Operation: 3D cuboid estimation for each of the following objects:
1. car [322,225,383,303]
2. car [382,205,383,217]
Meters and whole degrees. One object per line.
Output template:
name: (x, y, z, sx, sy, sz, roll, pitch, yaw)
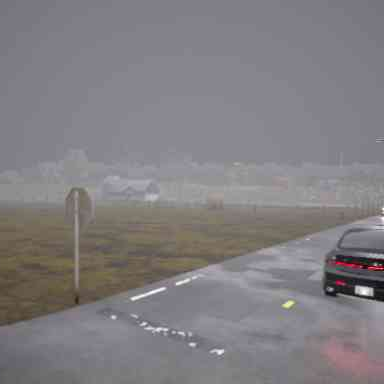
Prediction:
car: (4.557, 1.569, 7.989, 1.837, 1.490, 4.892, 0, 0, 36)
car: (23.179, 1.915, 38.042, 2.097, 1.767, 4.553, 0, -1, 36)
